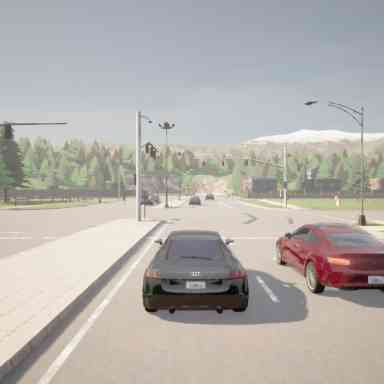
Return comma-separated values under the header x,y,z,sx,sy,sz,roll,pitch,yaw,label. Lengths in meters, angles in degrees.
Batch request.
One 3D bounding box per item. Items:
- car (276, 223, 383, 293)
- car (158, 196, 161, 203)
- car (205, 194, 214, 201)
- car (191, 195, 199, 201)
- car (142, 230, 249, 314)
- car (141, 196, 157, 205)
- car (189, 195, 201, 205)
x,y,z,sx,sy,sz,roll,pitch,yaw,label
3.554,1.526,8.708,1.812,1.442,4.674,0,0,0,car
-7.394,1.505,66.772,1.837,1.490,4.892,0,0,1,car
4.334,1.188,82.059,2.097,1.767,4.553,0,0,1,car
0.835,1.428,82.164,1.895,1.301,4.718,0,0,1,car
0.056,1.564,7.704,1.994,1.385,4.181,0,0,0,car
-7.577,1.601,56.336,1.895,1.301,4.718,0,0,1,car
0.491,1.563,56.708,1.994,1.385,4.181,0,0,1,car
